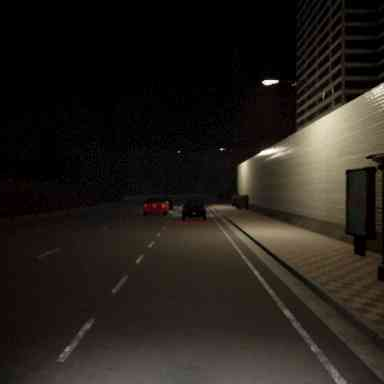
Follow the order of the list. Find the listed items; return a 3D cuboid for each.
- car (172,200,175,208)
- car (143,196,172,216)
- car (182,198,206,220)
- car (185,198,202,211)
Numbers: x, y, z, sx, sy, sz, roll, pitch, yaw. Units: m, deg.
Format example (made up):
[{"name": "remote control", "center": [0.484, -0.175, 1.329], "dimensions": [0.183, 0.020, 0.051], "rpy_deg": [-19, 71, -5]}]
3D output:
[{"name": "car", "center": [-3.346, 1.409, 42.162], "dimensions": [1.837, 1.490, 4.892], "rpy_deg": [0, 1, 0]}, {"name": "car", "center": [-3.350, 1.277, 31.986], "dimensions": [2.097, 1.767, 4.553], "rpy_deg": [0, 0, 0]}, {"name": "car", "center": [0.160, 1.415, 27.230], "dimensions": [1.882, 1.535, 5.008], "rpy_deg": [0, 0, 0]}, {"name": "car", "center": [0.188, 1.469, 40.808], "dimensions": [1.994, 1.385, 4.181], "rpy_deg": [0, 0, 0]}]
